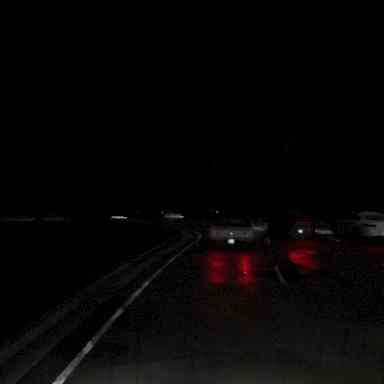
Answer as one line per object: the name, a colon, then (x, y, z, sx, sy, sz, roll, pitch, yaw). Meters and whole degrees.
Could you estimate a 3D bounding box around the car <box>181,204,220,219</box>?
car: (0.887, 1.969, 34.099, 4.181, 1.385, 1.994, 0, -1, 37)

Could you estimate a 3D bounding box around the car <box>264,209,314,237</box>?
car: (5.597, 1.745, 19.491, 1.837, 1.490, 4.892, 1, 0, 0)

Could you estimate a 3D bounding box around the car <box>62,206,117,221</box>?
car: (-9.526, 1.955, 30.903, 4.718, 1.301, 1.895, 0, -1, 5)

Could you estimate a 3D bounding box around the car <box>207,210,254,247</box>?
car: (1.937, 1.796, 16.164, 1.895, 1.301, 4.718, 0, -1, 7)

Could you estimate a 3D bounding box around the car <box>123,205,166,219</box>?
car: (-4.742, 1.951, 33.204, 4.181, 1.385, 1.994, 0, -1, 23)

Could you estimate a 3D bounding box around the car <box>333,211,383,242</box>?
car: (9.056, 1.746, 17.595, 1.812, 1.442, 4.674, 0, -1, 3)
